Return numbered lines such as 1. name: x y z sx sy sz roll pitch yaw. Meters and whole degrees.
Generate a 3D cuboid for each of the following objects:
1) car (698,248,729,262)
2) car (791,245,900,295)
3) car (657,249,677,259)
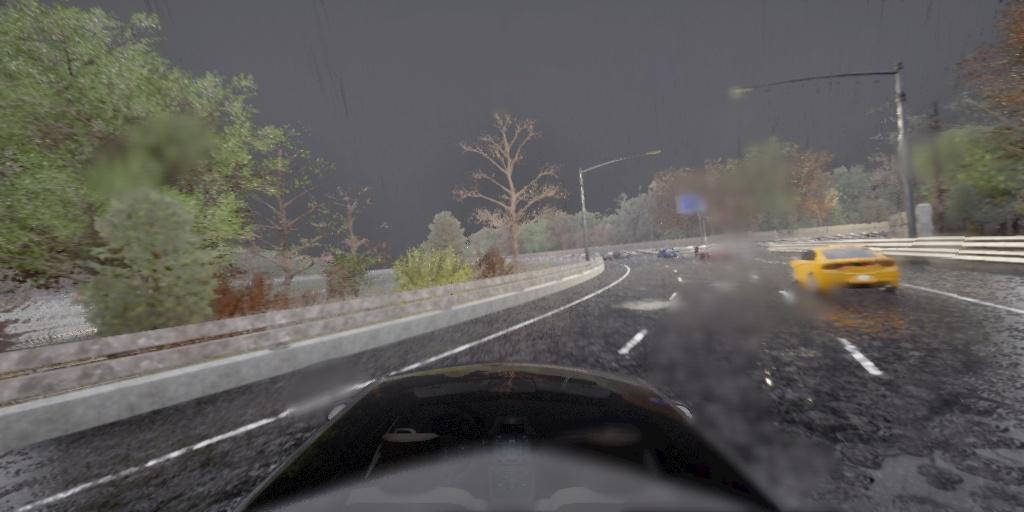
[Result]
1. car: 21.067 -0.153 37.778 1.895 1.301 4.718 -5 0 14
2. car: 11.260 0.381 12.500 1.882 1.535 5.008 -4 0 28
3. car: 24.036 -0.374 55.707 1.812 1.442 4.674 -5 0 5
